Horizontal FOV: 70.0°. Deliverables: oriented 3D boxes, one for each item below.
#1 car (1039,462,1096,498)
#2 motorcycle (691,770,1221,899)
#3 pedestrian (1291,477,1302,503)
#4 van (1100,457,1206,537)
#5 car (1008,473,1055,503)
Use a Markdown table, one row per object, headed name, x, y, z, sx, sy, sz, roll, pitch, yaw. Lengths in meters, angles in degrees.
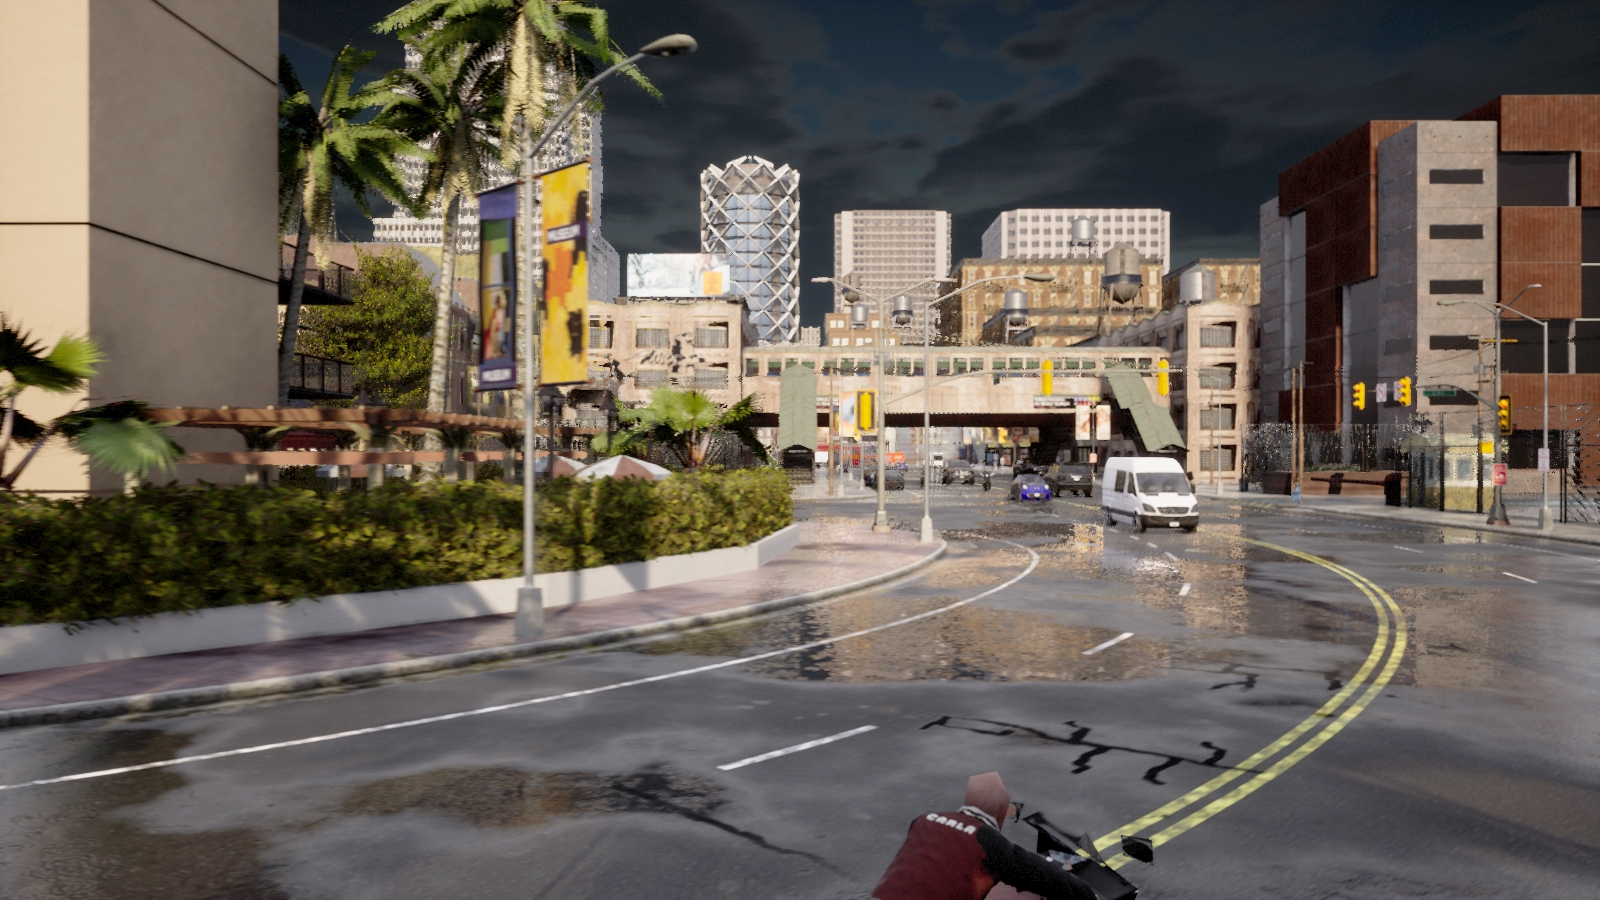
| name | x | y | z | sx | sy | sz | roll | pitch | yaw |
| --- | --- | --- | --- | --- | --- | --- | --- | --- | --- |
| car | 16.094 | 1.789 | 69.025 | 2.150 | 2.045 | 5.566 | 0 | 0 | 1 |
| motorcycle | 0.720 | 2.206 | 4.592 | 2.209 | 1.251 | 0.867 | 0 | 0 | -41 |
| pedestrian | 24.642 | 1.983 | 56.698 | 0.375 | 1.300 | 0.375 | 0 | 0 | -2 |
| van | 12.254 | 1.539 | 40.132 | 1.988 | 2.561 | 5.915 | 0 | 0 | 1 |
| car | 12.515 | 2.047 | 61.994 | 1.845 | 1.501 | 3.633 | 0 | 0 | 1 |
